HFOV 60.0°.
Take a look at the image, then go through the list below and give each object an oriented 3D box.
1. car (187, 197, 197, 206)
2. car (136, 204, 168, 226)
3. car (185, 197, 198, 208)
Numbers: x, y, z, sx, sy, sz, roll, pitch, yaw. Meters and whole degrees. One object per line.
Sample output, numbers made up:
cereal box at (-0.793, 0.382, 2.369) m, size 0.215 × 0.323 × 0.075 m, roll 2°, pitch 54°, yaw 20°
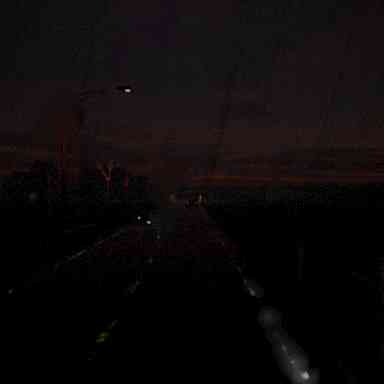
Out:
car at (-0.058, 1.678, 60.544) m, size 1.812 × 1.442 × 4.674 m, roll 0°, pitch 0°, yaw 0°
car at (-2.805, 1.599, 24.449) m, size 2.033 × 1.411 × 5.357 m, roll 0°, pitch 0°, yaw 1°
car at (-0.048, 1.666, 50.117) m, size 2.033 × 1.411 × 5.357 m, roll 0°, pitch 0°, yaw 0°
